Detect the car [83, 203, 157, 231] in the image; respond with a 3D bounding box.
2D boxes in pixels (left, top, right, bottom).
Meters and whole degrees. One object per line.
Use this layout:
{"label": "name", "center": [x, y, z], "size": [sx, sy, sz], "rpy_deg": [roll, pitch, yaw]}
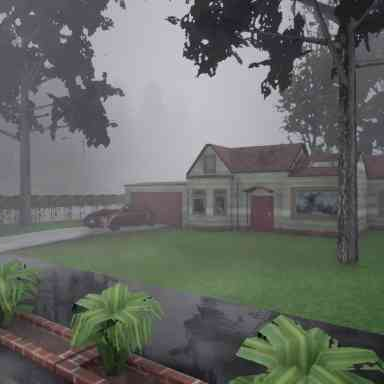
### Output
{"label": "car", "center": [-3.872, 1.300, 18.374], "size": [1.994, 1.381, 4.181], "rpy_deg": [0, 0, 35]}
